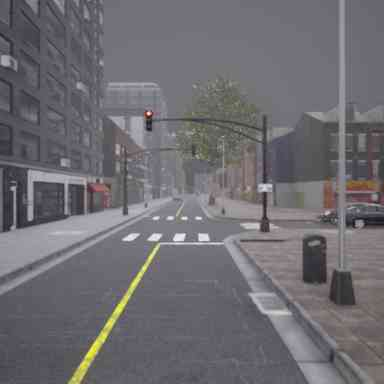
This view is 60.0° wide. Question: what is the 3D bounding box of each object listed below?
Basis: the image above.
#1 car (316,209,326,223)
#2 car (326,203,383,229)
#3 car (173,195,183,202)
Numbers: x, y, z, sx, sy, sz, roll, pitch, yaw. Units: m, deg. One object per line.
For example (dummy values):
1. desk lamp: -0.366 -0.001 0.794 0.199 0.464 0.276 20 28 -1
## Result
1. car: 10.893 1.450 23.403 4.097 1.590 1.967 0 0 0
2. car: 11.373 1.516 20.763 4.892 1.490 1.837 0 0 0
3. car: -2.846 1.287 68.533 2.033 1.411 5.357 0 0 0
